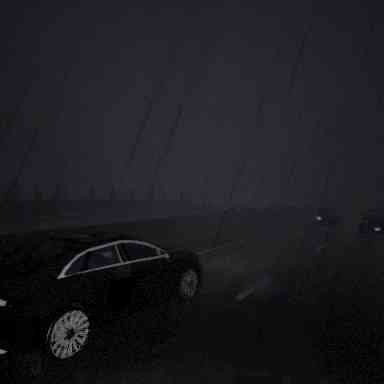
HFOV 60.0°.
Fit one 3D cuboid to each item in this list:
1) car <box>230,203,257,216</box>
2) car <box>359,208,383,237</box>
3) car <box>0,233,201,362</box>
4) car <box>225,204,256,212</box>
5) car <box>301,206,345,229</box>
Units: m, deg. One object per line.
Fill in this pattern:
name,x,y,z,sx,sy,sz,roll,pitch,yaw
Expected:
car,7.091,2.448,45.705,1.812,1.442,4.674,0,-5,33
car,10.239,1.625,18.028,1.812,1.442,4.674,0,0,33
car,-1.622,1.504,6.089,2.128,1.511,4.902,0,0,33
car,5.403,1.967,36.714,1.895,1.301,4.718,0,-3,33
car,9.204,1.678,22.883,1.994,1.385,4.181,0,0,33
